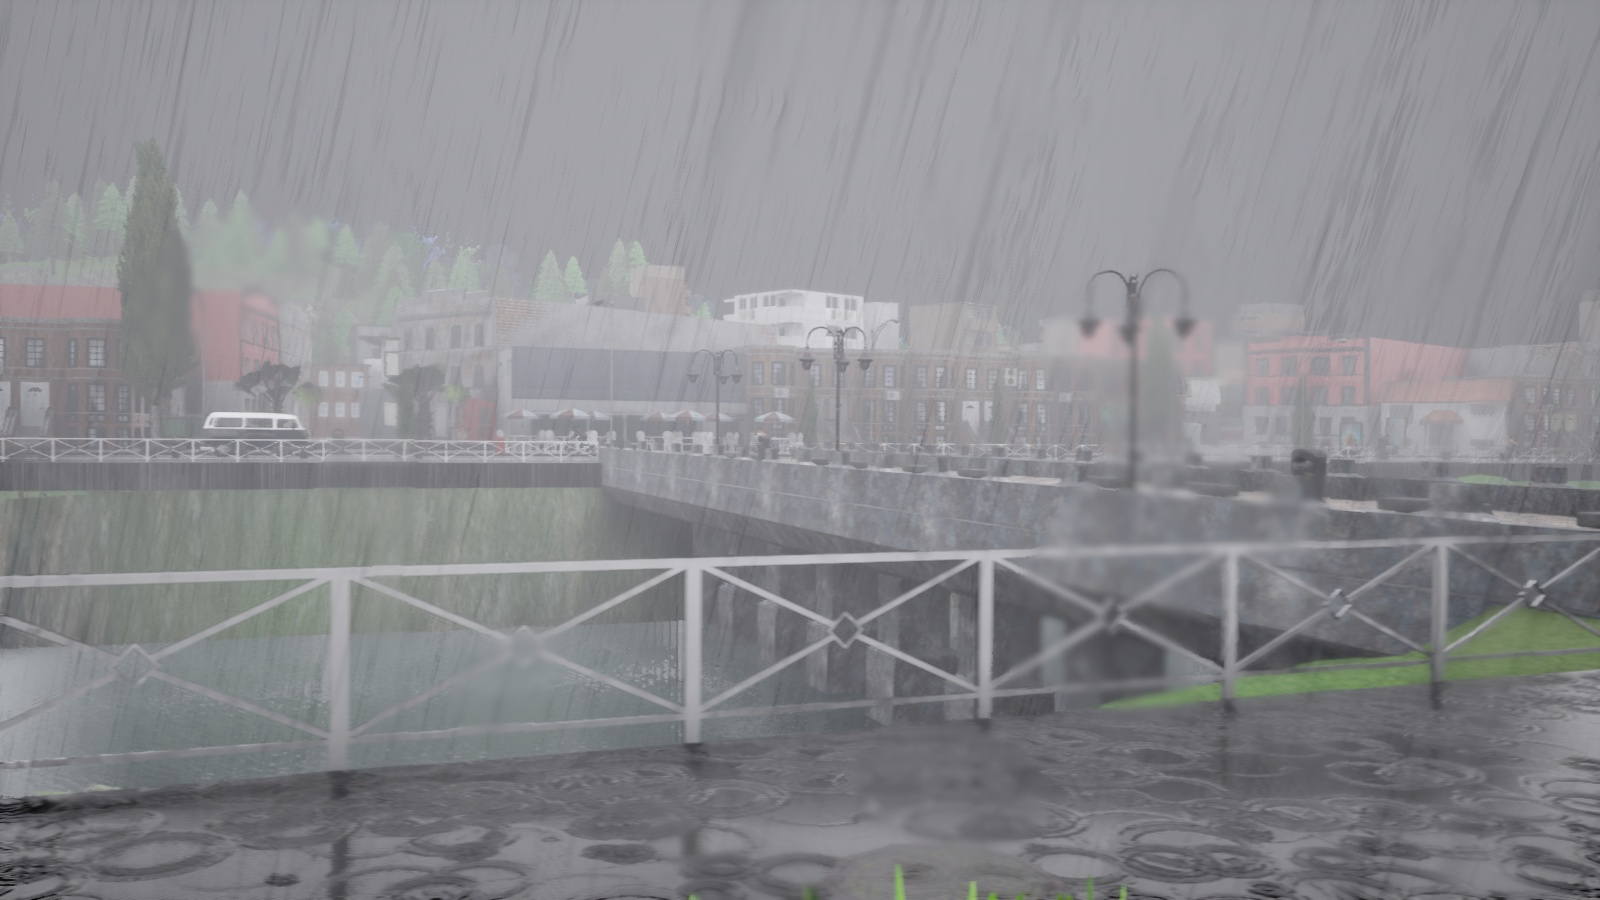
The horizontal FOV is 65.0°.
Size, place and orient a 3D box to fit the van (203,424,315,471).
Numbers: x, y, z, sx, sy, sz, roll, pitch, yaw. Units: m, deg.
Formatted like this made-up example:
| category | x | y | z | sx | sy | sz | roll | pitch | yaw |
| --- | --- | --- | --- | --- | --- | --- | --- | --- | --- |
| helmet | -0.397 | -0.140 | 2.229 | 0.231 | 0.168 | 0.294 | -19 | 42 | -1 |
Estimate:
| category | x | y | z | sx | sy | sz | roll | pitch | yaw |
| --- | --- | --- | --- | --- | --- | --- | --- | --- | --- |
| van | -24.179 | -0.133 | 56.278 | 4.480 | 2.038 | 2.069 | -1 | 1 | -21 |
